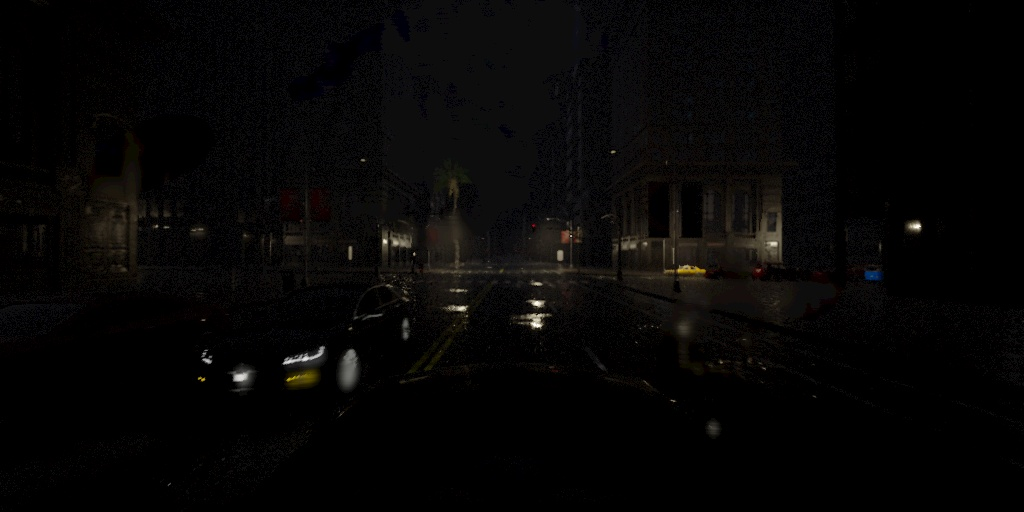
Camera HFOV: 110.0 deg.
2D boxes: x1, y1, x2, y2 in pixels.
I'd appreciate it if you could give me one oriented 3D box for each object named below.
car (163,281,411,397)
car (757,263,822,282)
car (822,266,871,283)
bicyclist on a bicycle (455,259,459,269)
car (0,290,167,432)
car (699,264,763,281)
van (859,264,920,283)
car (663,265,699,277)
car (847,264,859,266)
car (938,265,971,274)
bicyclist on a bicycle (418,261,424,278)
[{"bbox_3d":[-3.345,1.283,6.864,1.837,1.490,4.892,0,-1,0],"label":"car"},{"bbox_3d":[25.819,1.578,34.080,5.009,1.841,2.192,0,0,0],"label":"car"},{"bbox_3d":[30.906,1.915,34.062,4.207,1.307,1.802,0,0,0],"label":"car"},{"bbox_3d":[-8.734,1.369,56.532,0.659,1.776,1.843,0,0,0],"label":"bicyclist on a bicycle"},{"bbox_3d":[-6.599,1.294,5.414,1.812,1.442,4.674,0,0,0],"label":"car"},{"bbox_3d":[20.732,1.740,34.099,4.507,1.381,1.888,0,0,0],"label":"car"},{"bbox_3d":[35.994,1.742,34.043,3.998,1.789,1.690,0,0,0],"label":"van"},{"bbox_3d":[20.594,1.789,42.627,4.829,1.417,1.751,0,0,0],"label":"car"},{"bbox_3d":[40.307,1.844,42.578,5.009,1.841,2.192,0,0,0],"label":"car"},{"bbox_3d":[41.080,1.785,34.024,5.009,1.841,2.192,0,0,0],"label":"car"},{"bbox_3d":[-8.733,1.292,34.381,0.582,1.620,1.656,0,3,0],"label":"bicyclist on a bicycle"}]
